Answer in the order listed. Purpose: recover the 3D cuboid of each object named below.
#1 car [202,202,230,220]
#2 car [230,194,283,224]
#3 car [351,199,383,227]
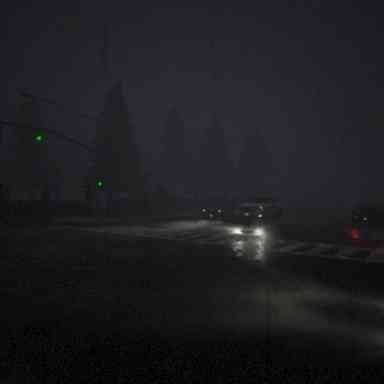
[{"bbox_3d":[2.782,1.547,27.854,1.895,1.301,4.718,0,0,35],"label":"car"},{"bbox_3d":[5.206,1.181,25.303,2.150,2.045,5.566,0,0,32],"label":"car"},{"bbox_3d":[12.305,1.479,22.877,2.128,1.511,4.902,0,0,36],"label":"car"}]
